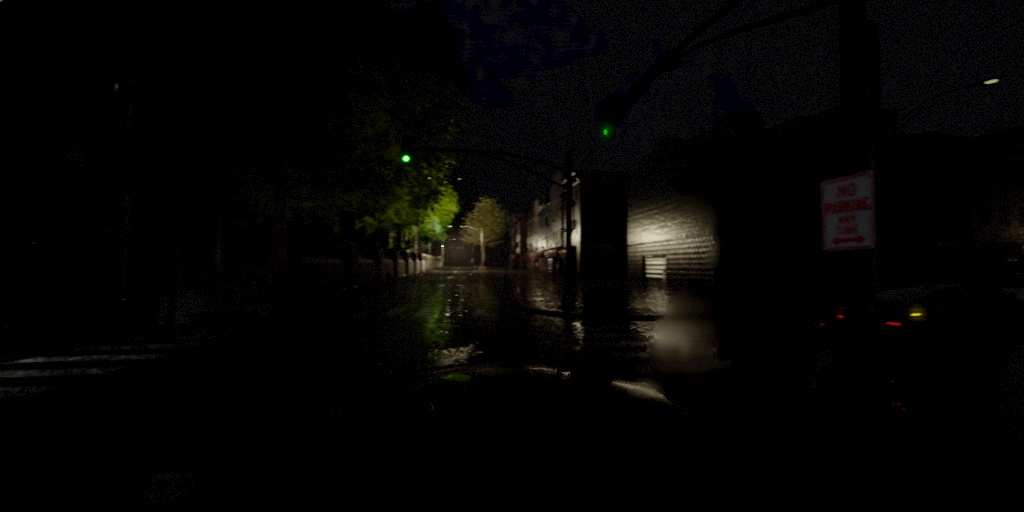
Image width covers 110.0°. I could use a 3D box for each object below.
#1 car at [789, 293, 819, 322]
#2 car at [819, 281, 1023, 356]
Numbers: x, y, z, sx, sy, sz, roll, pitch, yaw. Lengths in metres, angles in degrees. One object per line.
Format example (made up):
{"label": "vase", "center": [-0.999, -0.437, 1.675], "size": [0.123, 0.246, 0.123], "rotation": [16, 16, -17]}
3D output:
{"label": "car", "center": [10.925, 1.455, 11.028], "size": [4.313, 1.339, 1.948], "rotation": [0, 0, -8]}
{"label": "car", "center": [10.100, 1.339, 8.277], "size": [4.674, 1.442, 1.812], "rotation": [0, -2, -8]}
